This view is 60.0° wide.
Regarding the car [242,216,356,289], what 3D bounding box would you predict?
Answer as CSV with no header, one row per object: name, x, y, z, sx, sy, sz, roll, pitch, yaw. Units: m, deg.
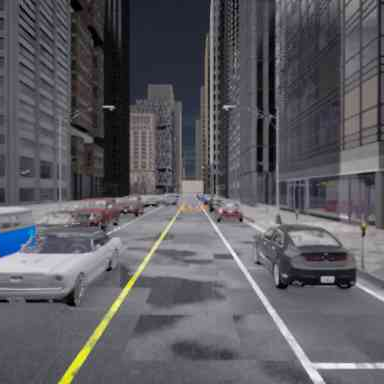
car,2.762,1.545,8.956,2.008,1.369,4.403,0,0,0

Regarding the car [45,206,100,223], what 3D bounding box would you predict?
car,-5.762,1.543,14.592,2.008,1.369,4.403,0,0,0

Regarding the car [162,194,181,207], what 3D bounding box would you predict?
car,-3.067,1.486,49.972,1.837,1.490,4.892,0,1,0

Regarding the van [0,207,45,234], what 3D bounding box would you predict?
van,-5.764,1.336,8.951,1.690,1.788,3.998,0,0,0

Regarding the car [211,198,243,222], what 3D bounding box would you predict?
car,2.765,1.428,25.876,1.967,1.590,4.097,0,0,0

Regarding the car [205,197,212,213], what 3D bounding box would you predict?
car,2.768,1.552,37.158,1.947,1.339,4.313,0,0,0

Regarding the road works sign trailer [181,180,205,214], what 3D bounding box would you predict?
road works sign trailer,0.008,0.451,34.543,2.380,3.560,2.880,0,0,0

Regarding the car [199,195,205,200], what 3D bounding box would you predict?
car,2.782,1.553,93.565,1.802,1.307,4.206,0,0,0

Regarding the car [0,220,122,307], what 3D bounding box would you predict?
car,-3.098,1.596,8.071,1.895,1.301,4.718,0,0,0

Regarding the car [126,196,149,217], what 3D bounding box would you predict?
car,-5.759,1.302,31.514,2.192,1.841,5.009,0,0,0

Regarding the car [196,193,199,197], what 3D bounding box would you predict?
car,2.780,1.555,87.924,1.802,1.307,4.206,0,0,0

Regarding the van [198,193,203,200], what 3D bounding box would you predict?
van,2.776,1.318,71.002,1.690,1.788,3.998,0,0,0

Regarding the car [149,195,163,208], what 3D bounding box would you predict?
car,-5.754,1.549,48.437,1.947,1.339,4.313,0,0,0

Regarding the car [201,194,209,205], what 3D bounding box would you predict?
car,2.772,1.526,54.080,1.887,1.381,4.507,0,0,0

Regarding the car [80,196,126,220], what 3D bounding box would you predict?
car,-5.762,1.305,20.232,2.192,1.841,5.009,0,0,0
